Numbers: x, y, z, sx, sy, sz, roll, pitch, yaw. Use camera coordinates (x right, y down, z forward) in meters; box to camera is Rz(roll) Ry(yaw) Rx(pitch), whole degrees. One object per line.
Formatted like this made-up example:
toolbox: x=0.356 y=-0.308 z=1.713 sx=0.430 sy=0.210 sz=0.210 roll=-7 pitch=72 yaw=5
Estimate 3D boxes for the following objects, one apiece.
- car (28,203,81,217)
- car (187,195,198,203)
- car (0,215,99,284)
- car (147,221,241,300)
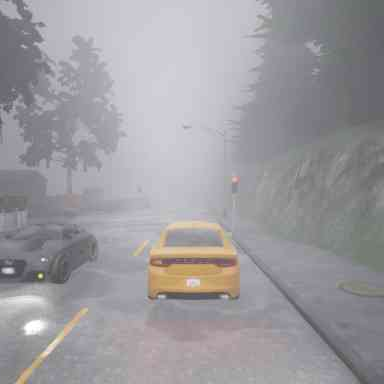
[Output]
car: x=-11.750 y=1.601 z=27.586 sx=4.718 sy=1.301 sz=1.895 roll=0 pitch=0 yaw=-4
car: x=0.103 y=1.477 z=68.744 sx=1.882 sy=1.535 sz=5.008 roll=0 pitch=0 yaw=0
car: x=-4.092 y=1.564 z=9.404 sx=1.994 sy=1.385 sz=4.181 roll=0 pitch=0 yaw=0
car: x=0.048 y=1.478 z=8.463 sx=1.882 sy=1.535 sz=5.008 roll=0 pitch=0 yaw=1
